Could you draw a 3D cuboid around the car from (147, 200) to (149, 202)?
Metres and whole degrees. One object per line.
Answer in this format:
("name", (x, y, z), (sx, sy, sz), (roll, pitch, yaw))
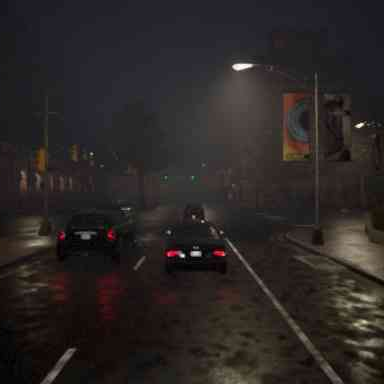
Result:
("car", (-11.391, 2.319, 79.382), (1.994, 1.385, 4.181), (0, -1, 0))

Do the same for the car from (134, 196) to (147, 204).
("car", (-11.405, 1.895, 69.409), (2.150, 2.045, 5.566), (0, -1, 0))

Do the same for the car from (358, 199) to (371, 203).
("car", (34.540, 2.166, 69.548), (2.231, 1.521, 4.892), (0, -1, 0))

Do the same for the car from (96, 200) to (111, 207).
("car", (-18.156, 2.251, 68.224), (1.895, 1.301, 4.718), (0, -1, 0))

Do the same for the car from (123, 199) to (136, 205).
("car", (-14.891, 2.308, 79.732), (2.033, 1.411, 5.357), (0, -1, 0))

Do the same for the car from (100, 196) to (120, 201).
("car", (-14.919, 1.792, 59.310), (2.150, 2.045, 5.566), (0, -1, 0))

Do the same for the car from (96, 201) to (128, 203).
("car", (-7.501, 1.785, 29.023), (1.837, 1.490, 4.892), (2, -1, -34))

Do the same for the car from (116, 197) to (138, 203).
("car", (-11.419, 2.120, 59.350), (2.033, 1.411, 5.357), (0, -1, 0))

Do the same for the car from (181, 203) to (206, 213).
("car", (0.140, 1.797, 29.966), (1.837, 1.490, 4.892), (0, 0, 0))

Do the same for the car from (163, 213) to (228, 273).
("car", (0.106, 1.656, 11.026), (2.033, 1.411, 5.357), (0, -1, 0))

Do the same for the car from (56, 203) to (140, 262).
("car", (-3.403, 1.476, 12.782), (2.097, 1.767, 4.553), (0, -1, 0))
